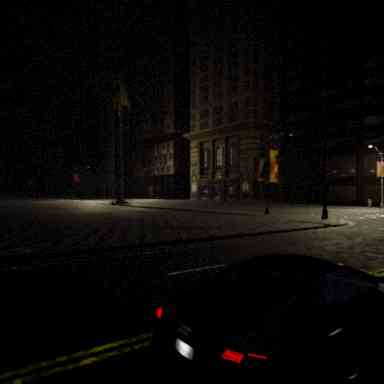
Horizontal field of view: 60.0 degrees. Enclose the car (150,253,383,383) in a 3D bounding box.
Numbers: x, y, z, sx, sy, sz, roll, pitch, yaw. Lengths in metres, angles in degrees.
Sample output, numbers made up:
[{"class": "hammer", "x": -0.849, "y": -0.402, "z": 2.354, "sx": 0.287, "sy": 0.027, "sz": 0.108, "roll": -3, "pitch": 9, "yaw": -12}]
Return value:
[{"class": "car", "x": 1.553, "y": 1.565, "z": 4.549, "sx": 4.181, "sy": 1.385, "sz": 1.994, "roll": 0, "pitch": 0, "yaw": -36}]
